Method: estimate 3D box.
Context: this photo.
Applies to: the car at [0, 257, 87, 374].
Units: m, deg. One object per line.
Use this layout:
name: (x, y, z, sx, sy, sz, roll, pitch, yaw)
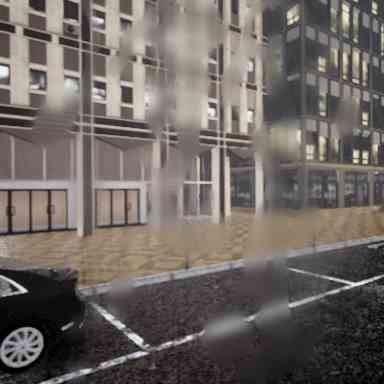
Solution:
car: (-3.566, 1.556, 4.018, 4.403, 1.369, 2.008, -1, 0, -35)
